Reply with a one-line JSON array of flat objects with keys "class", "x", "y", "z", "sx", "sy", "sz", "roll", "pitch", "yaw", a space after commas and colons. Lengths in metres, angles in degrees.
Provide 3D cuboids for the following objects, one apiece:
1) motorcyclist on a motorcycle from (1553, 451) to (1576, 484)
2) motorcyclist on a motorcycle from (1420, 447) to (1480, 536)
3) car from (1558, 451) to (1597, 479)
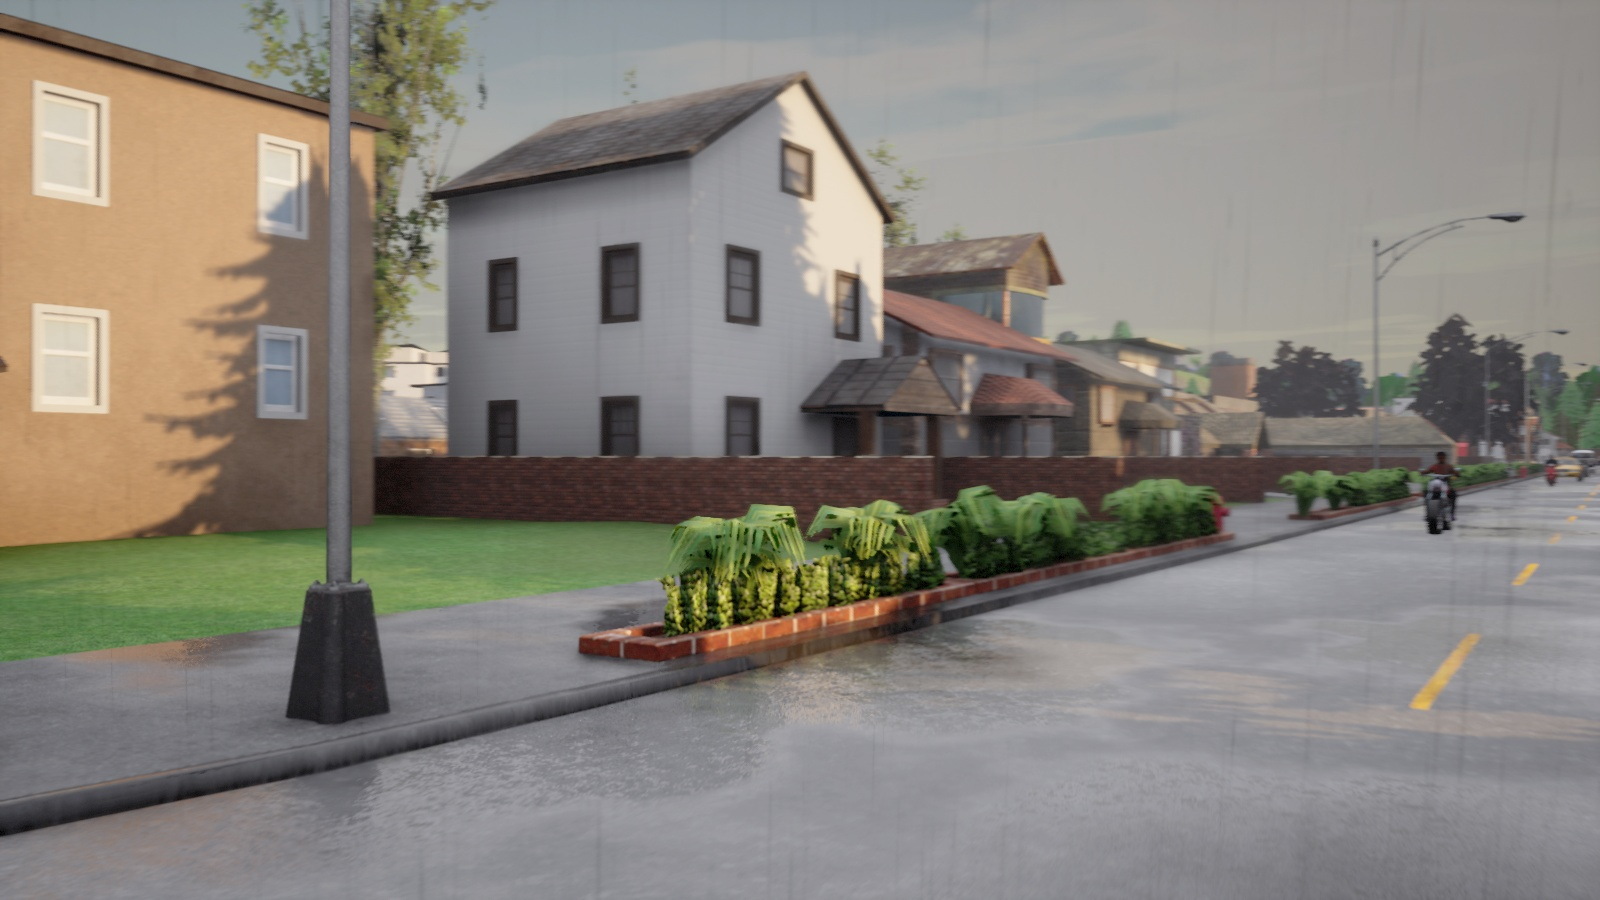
[{"class": "motorcyclist on a motorcycle", "x": 37.410, "y": 0.861, "z": 61.452, "sx": 0.866, "sy": 1.590, "sz": 1.817, "roll": 0, "pitch": 0, "yaw": 34}, {"class": "motorcyclist on a motorcycle", "x": 12.613, "y": 0.769, "z": 24.339, "sx": 0.766, "sy": 1.649, "sz": 2.350, "roll": 0, "pitch": 0, "yaw": 34}, {"class": "car", "x": 46.647, "y": 0.880, "z": 75.289, "sx": 1.801, "sy": 1.575, "sz": 5.366, "roll": 0, "pitch": 0, "yaw": 34}]
